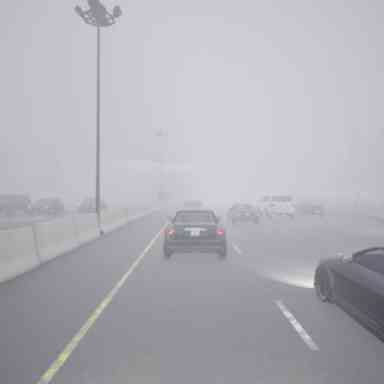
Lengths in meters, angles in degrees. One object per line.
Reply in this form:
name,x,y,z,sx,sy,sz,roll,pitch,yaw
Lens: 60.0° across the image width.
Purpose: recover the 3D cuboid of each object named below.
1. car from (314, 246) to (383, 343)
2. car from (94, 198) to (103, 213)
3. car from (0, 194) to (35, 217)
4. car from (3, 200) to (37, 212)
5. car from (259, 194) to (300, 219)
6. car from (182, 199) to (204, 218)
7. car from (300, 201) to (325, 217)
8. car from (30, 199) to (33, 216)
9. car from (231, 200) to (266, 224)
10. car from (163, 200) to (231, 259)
car,3.602,1.551,5.467,1.994,1.385,4.181,0,0,0
car,-10.574,1.381,35.458,2.097,1.767,4.553,0,0,0
car,-17.583,1.227,32.219,2.150,2.045,5.566,0,-1,0
car,-21.063,1.655,41.017,1.994,1.385,4.181,0,-1,0
car,7.112,1.202,28.564,2.150,2.045,5.566,0,0,0
car,0.112,1.472,30.986,1.882,1.535,5.008,0,0,0
car,10.597,1.516,30.438,1.812,1.442,4.674,0,0,0
car,-14.081,1.355,32.281,2.097,1.767,4.553,0,-1,0
car,3.610,1.511,24.050,2.033,1.411,5.357,0,0,0
car,0.105,1.323,12.685,2.097,1.767,4.553,0,0,0
